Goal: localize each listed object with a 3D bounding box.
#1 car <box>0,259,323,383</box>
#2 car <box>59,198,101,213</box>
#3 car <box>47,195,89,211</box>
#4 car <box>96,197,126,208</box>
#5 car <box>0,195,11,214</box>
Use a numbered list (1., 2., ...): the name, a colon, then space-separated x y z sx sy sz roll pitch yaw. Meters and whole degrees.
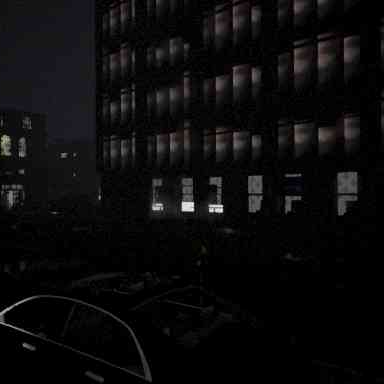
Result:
1. car: -0.955 1.551 3.557 4.403 1.369 2.008 0 0 35
2. car: -12.190 1.684 37.264 1.802 1.307 4.206 -1 -1 36
3. car: -15.581 1.366 42.470 2.150 2.045 5.566 0 -1 37
4. car: -12.416 1.643 51.170 1.967 1.590 4.097 -1 -1 36
5. car: -21.696 1.315 34.166 2.150 2.045 5.566 0 -1 36
